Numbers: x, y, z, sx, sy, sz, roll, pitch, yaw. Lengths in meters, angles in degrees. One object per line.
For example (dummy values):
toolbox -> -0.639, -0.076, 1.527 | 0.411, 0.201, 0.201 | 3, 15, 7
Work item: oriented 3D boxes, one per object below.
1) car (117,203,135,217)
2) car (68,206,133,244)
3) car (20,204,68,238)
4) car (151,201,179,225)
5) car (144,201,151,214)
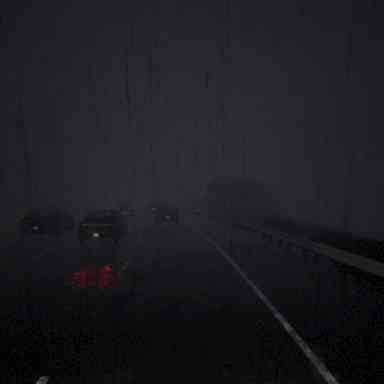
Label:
car -> -7.079, 1.864, 35.006 | 2.128, 1.511, 4.902 | 0, -1, -11
car -> -4.402, 1.675, 16.843 | 2.128, 1.511, 4.902 | 0, -1, -5
car -> -8.169, 1.699, 19.253 | 1.882, 1.535, 5.008 | 0, -1, -6
car -> -2.169, 1.755, 27.190 | 1.882, 1.535, 5.008 | 0, -1, -8
car -> -4.991, 1.911, 41.971 | 1.882, 1.535, 5.008 | 0, -1, -13
